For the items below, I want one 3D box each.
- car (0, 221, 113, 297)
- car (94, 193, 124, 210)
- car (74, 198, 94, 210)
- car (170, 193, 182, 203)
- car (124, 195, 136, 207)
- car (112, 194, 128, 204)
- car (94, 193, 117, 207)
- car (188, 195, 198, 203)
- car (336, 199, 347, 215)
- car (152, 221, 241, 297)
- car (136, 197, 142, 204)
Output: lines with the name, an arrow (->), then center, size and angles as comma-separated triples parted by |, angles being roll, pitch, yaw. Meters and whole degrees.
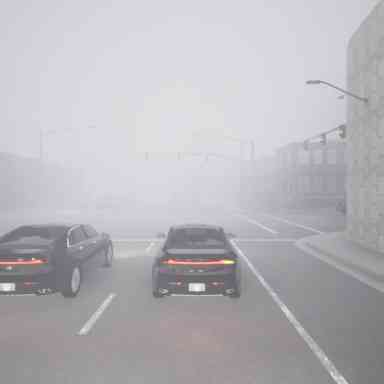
car -> -3.394, 1.505, 8.553 | 1.837, 1.490, 4.892 | 0, 0, 0
car -> -10.454, 1.352, 42.258 | 2.097, 1.767, 4.553 | 0, 0, 0
car -> -13.946, 1.491, 43.758 | 2.128, 1.511, 4.902 | 0, 0, 0
car -> -3.279, 1.221, 68.315 | 2.150, 2.045, 5.566 | 0, 0, 0
car -> -10.422, 1.352, 51.111 | 2.097, 1.767, 4.553 | 0, 0, 0
car -> -13.834, 1.352, 63.876 | 2.097, 1.767, 4.553 | 0, 0, 1
car -> -13.907, 1.221, 53.709 | 2.150, 2.045, 5.566 | 0, 0, 0
car -> 0.221, 1.352, 68.248 | 2.097, 1.767, 4.553 | 0, 0, 0
car -> 14.910, 0.764, 27.576 | 5.566, 2.045, 2.150 | -5, 0, 0
car -> 0.106, 1.505, 8.537 | 1.837, 1.490, 4.892 | 0, 0, 0
car -> -10.364, 1.564, 61.004 | 1.994, 1.385, 4.181 | 0, 0, 1
